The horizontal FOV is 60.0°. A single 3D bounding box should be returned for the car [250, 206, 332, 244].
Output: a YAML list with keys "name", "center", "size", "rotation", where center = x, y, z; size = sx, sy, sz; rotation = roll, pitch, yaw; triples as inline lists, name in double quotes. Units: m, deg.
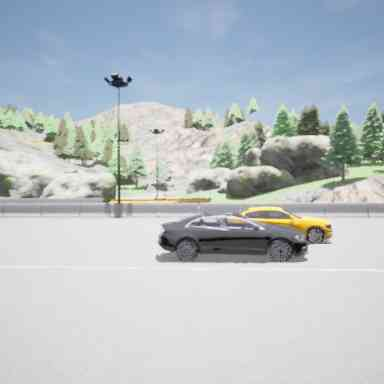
- name: "car"
  center: [3.436, 1.384, 14.470]
  size: [5.008, 1.535, 1.882]
  rotation: [-1, 0, 4]

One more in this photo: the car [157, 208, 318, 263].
- name: "car"
  center: [1.290, 1.429, 11.113]
  size: [4.902, 1.511, 2.128]
  rotation: [0, 0, 4]
